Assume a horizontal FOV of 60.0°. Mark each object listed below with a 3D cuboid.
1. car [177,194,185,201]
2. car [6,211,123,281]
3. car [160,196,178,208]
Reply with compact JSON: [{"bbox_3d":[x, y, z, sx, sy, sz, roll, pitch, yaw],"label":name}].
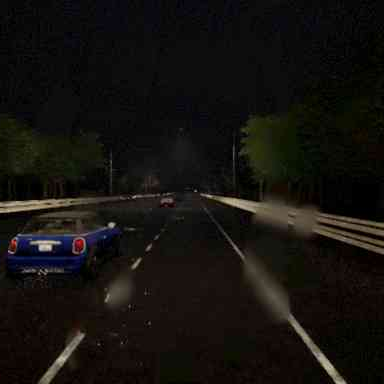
[{"bbox_3d":[-3.447,1.556,86.910,1.994,1.385,4.181,0,0,0],"label":"car"},{"bbox_3d":[-3.495,1.353,10.048,2.097,1.767,4.553,0,0,0],"label":"car"},{"bbox_3d":[-3.472,1.589,47.245,1.895,1.301,4.718,0,0,0],"label":"car"}]
